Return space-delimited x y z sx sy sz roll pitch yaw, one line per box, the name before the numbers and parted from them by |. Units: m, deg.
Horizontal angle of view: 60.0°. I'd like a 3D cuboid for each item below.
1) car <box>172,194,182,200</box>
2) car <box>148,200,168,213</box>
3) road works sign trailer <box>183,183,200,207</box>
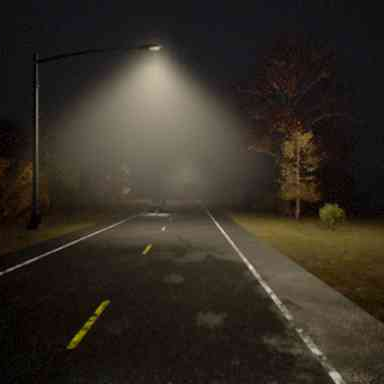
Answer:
car | -3.498 1.295 77.785 1.837 1.490 4.892 0 0 0
car | -3.596 1.538 36.485 2.033 1.411 5.357 0 0 0
road works sign trailer | 0.002 0.453 51.667 2.380 3.560 2.880 0 0 0
